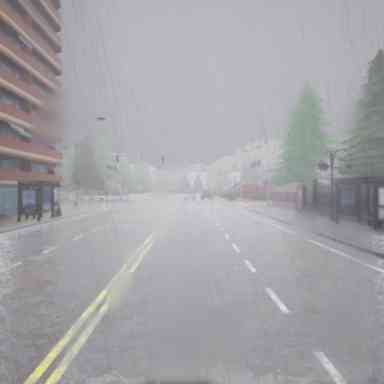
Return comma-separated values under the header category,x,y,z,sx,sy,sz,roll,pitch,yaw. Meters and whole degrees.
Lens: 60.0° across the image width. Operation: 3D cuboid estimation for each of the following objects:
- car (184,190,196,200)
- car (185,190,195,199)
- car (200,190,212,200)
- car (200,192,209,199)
category,x,y,z,sx,sy,sz,roll,pitch,yaw
car,-0.402,0.651,70.101,2.150,2.045,5.566,0,0,0
car,-0.468,0.513,80.516,2.150,2.045,5.566,0,0,0
car,3.093,0.684,70.149,2.150,2.045,5.566,0,0,0
car,3.033,0.831,80.509,1.994,1.385,4.181,0,0,0
